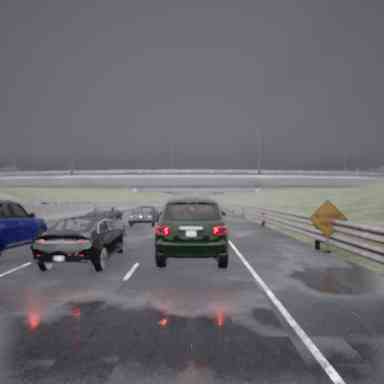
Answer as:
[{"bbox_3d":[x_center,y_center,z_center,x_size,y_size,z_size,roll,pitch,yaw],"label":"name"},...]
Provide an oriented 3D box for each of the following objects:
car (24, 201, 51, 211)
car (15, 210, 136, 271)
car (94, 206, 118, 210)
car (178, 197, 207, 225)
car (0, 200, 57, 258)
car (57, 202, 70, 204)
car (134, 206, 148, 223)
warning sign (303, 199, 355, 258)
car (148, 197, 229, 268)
[{"bbox_3d":[-23.879,2.192,51.735,1.812,1.442,4.674,0,-1,3],"label":"car"},{"bbox_3d":[-3.445,1.548,11.081,2.128,1.511,4.902,0,-1,0],"label":"car"},{"bbox_3d":[-6.913,1.828,27.209,1.895,1.301,4.718,0,-1,1],"label":"car"},{"bbox_3d":[0.090,1.454,27.479,2.150,2.045,5.566,0,-1,1],"label":"car"},{"bbox_3d":[-6.932,1.273,11.346,2.150,2.045,5.566,0,-2,0],"label":"car"},{"bbox_3d":[-20.344,2.245,52.403,1.994,1.385,4.181,0,-1,3],"label":"car"},{"bbox_3d":[-3.444,1.745,24.931,2.033,1.411,5.357,0,-1,1],"label":"car"},{"bbox_3d":[4.551,1.172,11.179,1.300,1.860,1.060,0,0,0],"label":"warning sign"},{"bbox_3d":[0.046,1.276,11.595,2.150,2.045,5.566,0,-1,1],"label":"car"}]
